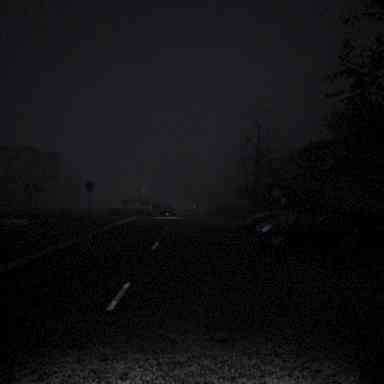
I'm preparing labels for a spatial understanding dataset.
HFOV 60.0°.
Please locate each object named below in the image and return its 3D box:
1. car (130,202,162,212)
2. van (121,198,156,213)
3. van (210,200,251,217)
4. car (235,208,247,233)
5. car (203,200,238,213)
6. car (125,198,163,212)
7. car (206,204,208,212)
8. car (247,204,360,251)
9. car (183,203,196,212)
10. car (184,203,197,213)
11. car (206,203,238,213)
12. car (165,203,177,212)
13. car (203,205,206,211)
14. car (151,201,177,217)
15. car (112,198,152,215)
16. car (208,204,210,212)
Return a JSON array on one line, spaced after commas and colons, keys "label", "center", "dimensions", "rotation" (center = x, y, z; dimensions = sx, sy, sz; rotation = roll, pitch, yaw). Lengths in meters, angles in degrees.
[{"label": "car", "center": [-7.534, 2.402, 54.931], "dimensions": [5.008, 1.535, 2.097], "rotation": [1, -2, -1]}, {"label": "van", "center": [-7.311, 1.853, 45.837], "dimensions": [4.442, 1.987, 1.878], "rotation": [1, -2, -1]}, {"label": "van", "center": [4.783, 1.917, 39.342], "dimensions": [4.442, 1.987, 1.878], "rotation": [1, -2, 0]}, {"label": "car", "center": [5.054, 1.841, 18.545], "dimensions": [4.674, 1.452, 2.002], "rotation": [1, -1, 0]}, {"label": "car", "center": [4.690, 2.445, 55.970], "dimensions": [5.566, 2.045, 2.435], "rotation": [1, -2, -1]}, {"label": "car", "center": [-7.463, 2.036, 52.025], "dimensions": [5.566, 2.045, 2.435], "rotation": [1, -2, -1]}, {"label": "car", "center": [5.030, 2.298, 44.791], "dimensions": [5.366, 1.575, 1.946], "rotation": [1, -2, -1]}, {"label": "car", "center": [5.131, 1.644, 15.377], "dimensions": [4.553, 1.767, 2.185], "rotation": [1, -1, 0]}, {"label": "car", "center": [-0.403, 2.760, 59.733], "dimensions": [2.128, 1.511, 4.902], "rotation": [1, -3, 2]}, {"label": "car", "center": [-0.295, 2.404, 49.867], "dimensions": [1.812, 1.442, 4.674], "rotation": [1, -2, 0]}, {"label": "car", "center": [4.745, 2.593, 53.293], "dimensions": [4.892, 1.521, 2.231], "rotation": [1, -2, -1]}, {"label": "car", "center": [-3.656, 2.660, 57.771], "dimensions": [1.812, 1.442, 4.674], "rotation": [1, -2, -1]}, {"label": "car", "center": [4.767, 2.233, 50.512], "dimensions": [5.566, 2.045, 2.435], "rotation": [1, -2, -1]}, {"label": "car", "center": [-3.051, 1.990, 37.065], "dimensions": [2.033, 1.411, 5.357], "rotation": [1, -1, -11]}, {"label": "car", "center": [-7.369, 1.858, 42.797], "dimensions": [4.553, 1.767, 2.185], "rotation": [1, -2, -1]}, {"label": "car", "center": [5.055, 2.220, 42.131], "dimensions": [5.366, 1.575, 1.946], "rotation": [1, -2, 0]}]
